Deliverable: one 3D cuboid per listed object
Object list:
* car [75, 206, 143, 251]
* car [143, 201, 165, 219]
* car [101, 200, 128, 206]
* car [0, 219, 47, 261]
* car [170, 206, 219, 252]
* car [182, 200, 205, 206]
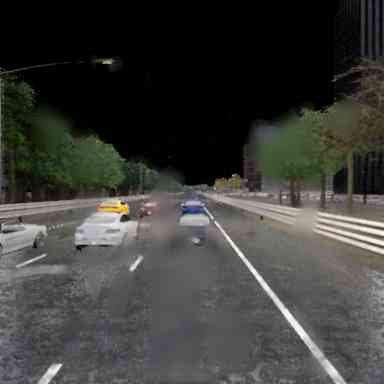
[{"bbox_3d":[-3.406,1.525,13.886,1.812,1.442,4.674,0,0,0],"label":"car"},{"bbox_3d":[-3.405,1.516,29.254,1.812,1.442,4.674,0,0,0],"label":"car"},{"bbox_3d":[-6.905,1.468,29.687,1.882,1.535,5.008,0,0,0],"label":"car"},{"bbox_3d":[-6.909,1.601,11.623,1.895,1.301,4.718,0,0,0],"label":"car"},{"bbox_3d":[0.102,1.525,13.875,1.812,1.442,4.674,0,0,0],"label":"car"},{"bbox_3d":[0.095,1.468,29.716,1.882,1.535,5.008,0,0,0],"label":"car"}]
